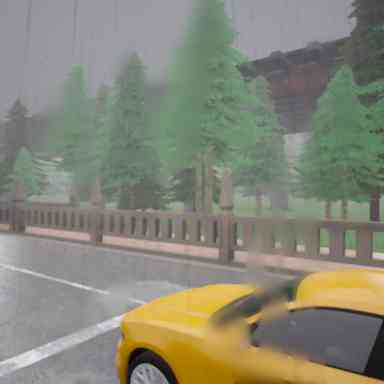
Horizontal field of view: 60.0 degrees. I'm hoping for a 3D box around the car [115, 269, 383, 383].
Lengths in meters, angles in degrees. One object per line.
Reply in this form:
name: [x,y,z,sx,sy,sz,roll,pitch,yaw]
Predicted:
car: [1.460,1.477,2.928,5.008,1.535,1.882,0,0,36]
